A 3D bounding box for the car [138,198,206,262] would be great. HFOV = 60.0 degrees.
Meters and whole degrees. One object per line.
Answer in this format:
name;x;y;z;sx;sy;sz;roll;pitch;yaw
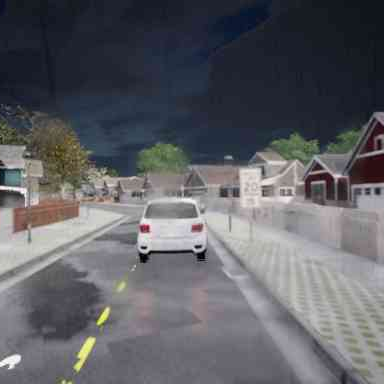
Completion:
car;-0.646;1.230;12.366;2.150;2.045;5.566;-1;0;-1
